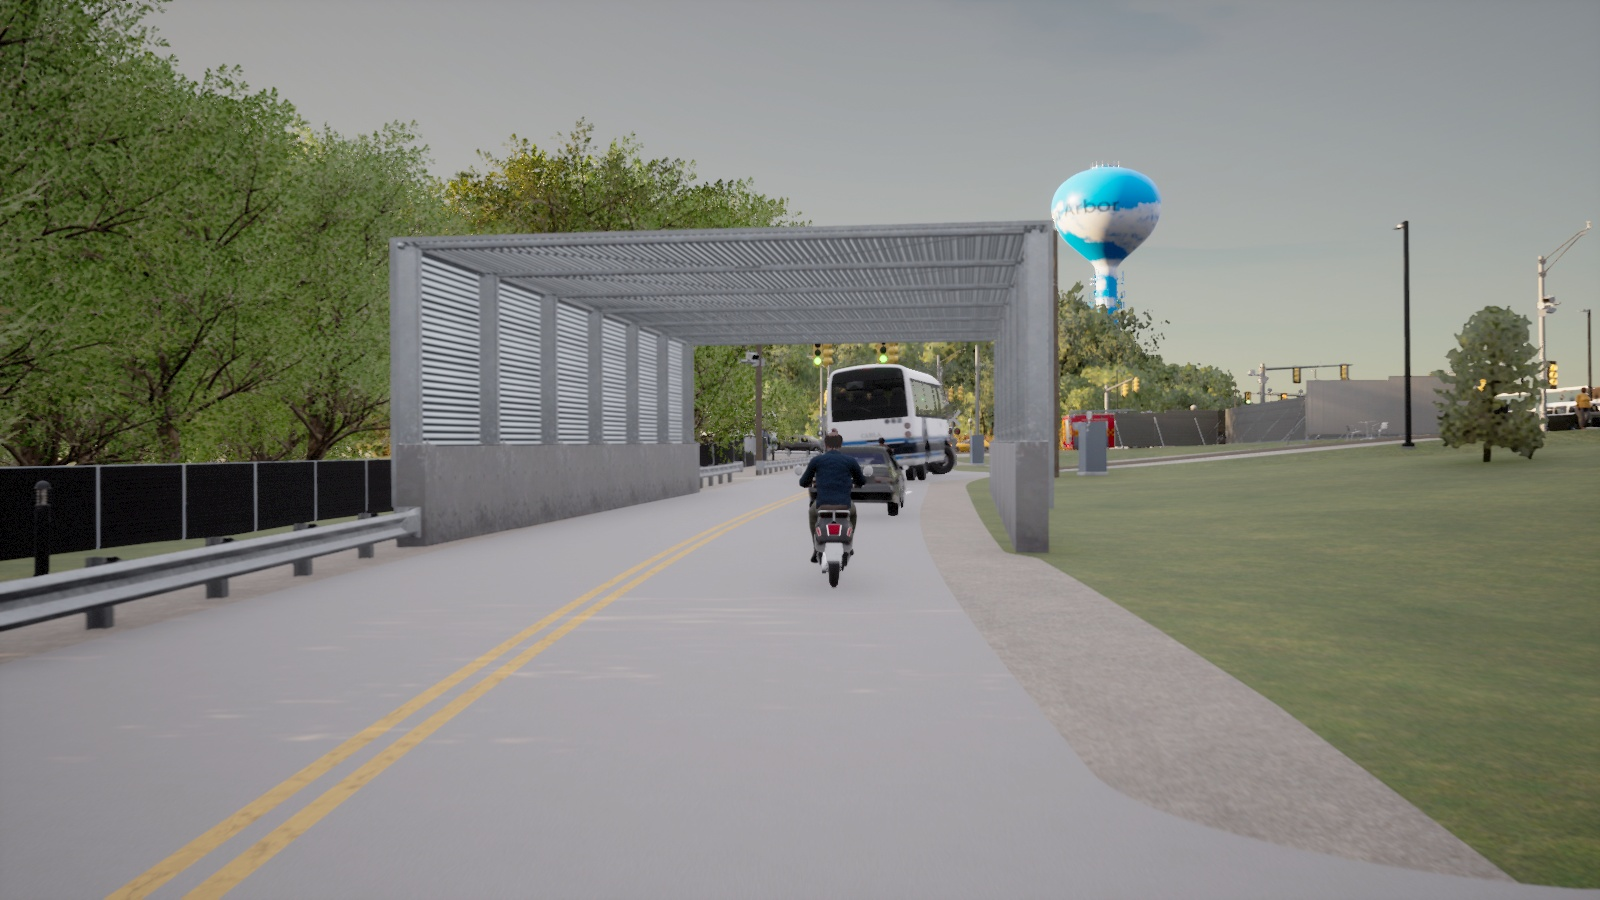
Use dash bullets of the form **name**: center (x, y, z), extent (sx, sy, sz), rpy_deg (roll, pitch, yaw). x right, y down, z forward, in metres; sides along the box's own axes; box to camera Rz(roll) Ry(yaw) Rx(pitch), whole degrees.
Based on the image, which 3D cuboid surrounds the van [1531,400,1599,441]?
- **van**: center (41.823, -1.533, 67.785), extent (2.069, 2.038, 4.480), rpy_deg (0, -1, -1)

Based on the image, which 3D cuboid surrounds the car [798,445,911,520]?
- **car**: center (1.287, 0.611, 26.873), extent (2.033, 1.411, 5.357), rpy_deg (0, 0, 7)

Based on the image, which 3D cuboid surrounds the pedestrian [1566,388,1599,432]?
- **pedestrian**: center (33.553, -1.712, 53.764), extent (0.874, 1.855, 0.900), rpy_deg (0, -1, -7)

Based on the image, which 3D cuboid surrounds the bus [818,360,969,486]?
- **bus**: center (3.988, -1.002, 50.109), extent (3.944, 4.253, 10.273), rpy_deg (-4, 0, 15)

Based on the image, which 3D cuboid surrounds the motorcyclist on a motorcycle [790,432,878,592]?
- **motorcyclist on a motorcycle**: center (0.356, 0.611, 13.414), extent (0.866, 1.590, 1.817), rpy_deg (0, 0, 1)
